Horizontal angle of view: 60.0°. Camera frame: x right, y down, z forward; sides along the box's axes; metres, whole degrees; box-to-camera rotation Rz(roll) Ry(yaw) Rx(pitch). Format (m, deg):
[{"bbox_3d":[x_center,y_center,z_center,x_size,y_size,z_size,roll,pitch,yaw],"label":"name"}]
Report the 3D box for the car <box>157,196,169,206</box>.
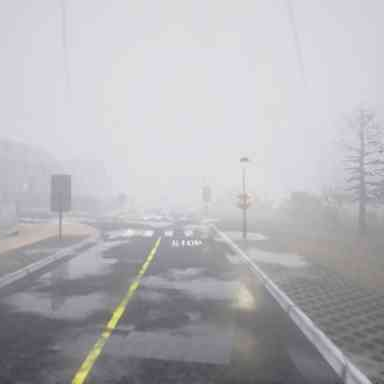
[{"bbox_3d":[-6.115,1.766,69.592,2.150,2.045,5.566,0,0,-4],"label":"car"}]
